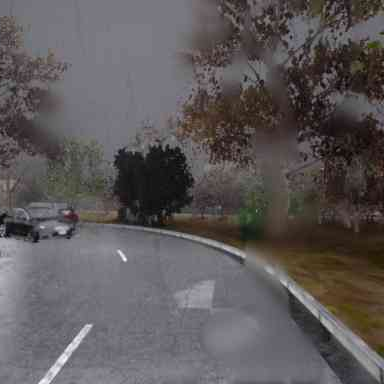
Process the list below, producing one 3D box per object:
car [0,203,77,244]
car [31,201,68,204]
[{"bbox_3d":[-7.486,1.482,15.959,4.902,1.511,2.128,0,-1,39],"label":"car"},{"bbox_3d":[-9.777,1.362,21.646,4.553,1.767,2.097,0,0,25],"label":"car"}]
